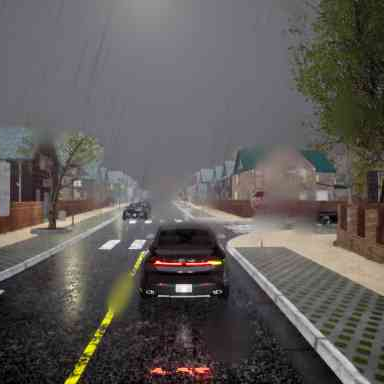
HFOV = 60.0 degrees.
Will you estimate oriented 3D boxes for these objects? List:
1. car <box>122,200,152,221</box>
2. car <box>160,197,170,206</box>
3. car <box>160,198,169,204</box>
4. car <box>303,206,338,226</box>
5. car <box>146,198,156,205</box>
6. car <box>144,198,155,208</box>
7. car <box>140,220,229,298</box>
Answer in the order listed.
[{"bbox_3d":[-4.636,1.617,27.751,1.994,1.385,4.181,0,0,-5],"label":"car"},{"bbox_3d":[-5.021,1.793,62.534,1.837,1.490,4.892,0,0,-5],"label":"car"},{"bbox_3d":[-5.991,1.883,72.936,1.895,1.301,4.718,0,-1,-5],"label":"car"},{"bbox_3d":[10.167,1.575,22.770,4.718,1.301,1.895,0,-1,-7],"label":"car"},{"bbox_3d":[-8.262,1.894,67.663,1.812,1.442,4.674,0,-1,-5],"label":"car"},{"bbox_3d":[-5.685,1.672,39.023,1.994,1.385,4.181,0,0,-5],"label":"car"},{"bbox_3d":[-0.163,1.515,8.501,1.837,1.490,4.892,0,0,0],"label":"car"}]
